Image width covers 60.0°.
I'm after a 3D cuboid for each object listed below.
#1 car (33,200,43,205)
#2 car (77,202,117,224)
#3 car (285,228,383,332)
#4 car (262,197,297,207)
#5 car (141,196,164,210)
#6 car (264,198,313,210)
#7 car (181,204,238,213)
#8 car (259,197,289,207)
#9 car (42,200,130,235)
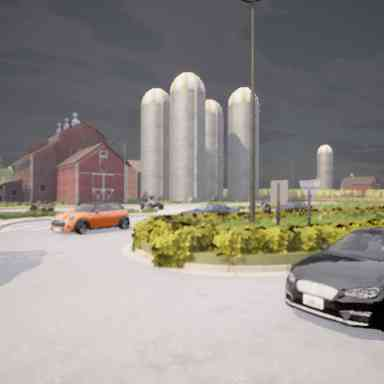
[{"bbox_3d":[-15.928,1.545,35.503,1.816,1.474,4.193,0,0,-36],"label":"car"},{"bbox_3d":[-7.410,1.567,25.788,1.784,1.438,3.905,0,0,-36],"label":"car"},{"bbox_3d":[3.964,1.530,6.826,4.902,1.511,2.128,0,0,-35],"label":"car"},{"bbox_3d":[10.684,1.475,39.129,1.932,1.855,4.605,0,0,-36],"label":"car"},{"bbox_3d":[-5.346,1.424,43.878,1.905,1.878,3.866,0,0,-36],"label":"car"},{"bbox_3d":[9.704,1.631,32.194,4.902,1.511,2.128,0,0,-36],"label":"car"},{"bbox_3d":[1.560,1.634,26.344,5.357,1.411,2.033,0,0,-36],"label":"car"},{"bbox_3d":[14.250,1.719,58.087,2.242,1.667,4.611,0,0,-36],"label":"car"},{"bbox_3d":[-5.782,1.385,19.251,2.097,1.767,4.553,0,0,35],"label":"car"}]
